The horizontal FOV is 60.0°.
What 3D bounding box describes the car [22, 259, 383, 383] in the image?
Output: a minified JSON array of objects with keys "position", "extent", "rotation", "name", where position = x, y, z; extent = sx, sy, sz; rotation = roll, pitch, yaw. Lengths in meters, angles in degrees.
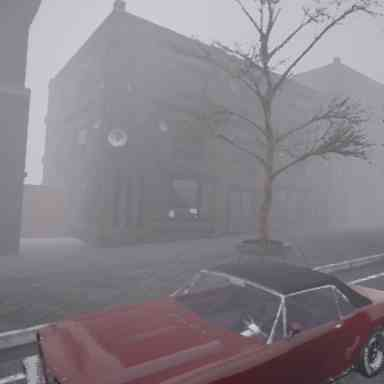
[{"position":[0.641,1.621,4.020],"extent":[4.718,1.301,1.895],"rotation":[1,0,-36],"name":"car"}]
